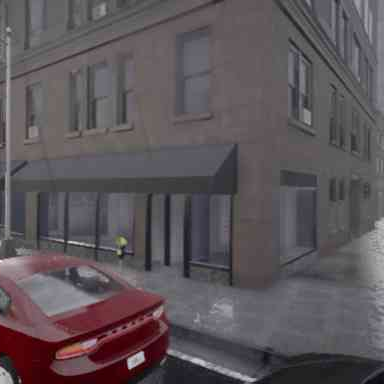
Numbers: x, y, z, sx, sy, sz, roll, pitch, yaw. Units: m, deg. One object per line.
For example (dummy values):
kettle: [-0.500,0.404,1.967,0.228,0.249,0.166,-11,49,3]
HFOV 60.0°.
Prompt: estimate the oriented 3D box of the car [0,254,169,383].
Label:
car: [-2.383,1.564,4.649,4.507,1.381,1.887,0,1,36]

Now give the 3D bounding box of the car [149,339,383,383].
car: [2.099,1.562,1.453,4.313,1.339,1.947,0,1,36]
